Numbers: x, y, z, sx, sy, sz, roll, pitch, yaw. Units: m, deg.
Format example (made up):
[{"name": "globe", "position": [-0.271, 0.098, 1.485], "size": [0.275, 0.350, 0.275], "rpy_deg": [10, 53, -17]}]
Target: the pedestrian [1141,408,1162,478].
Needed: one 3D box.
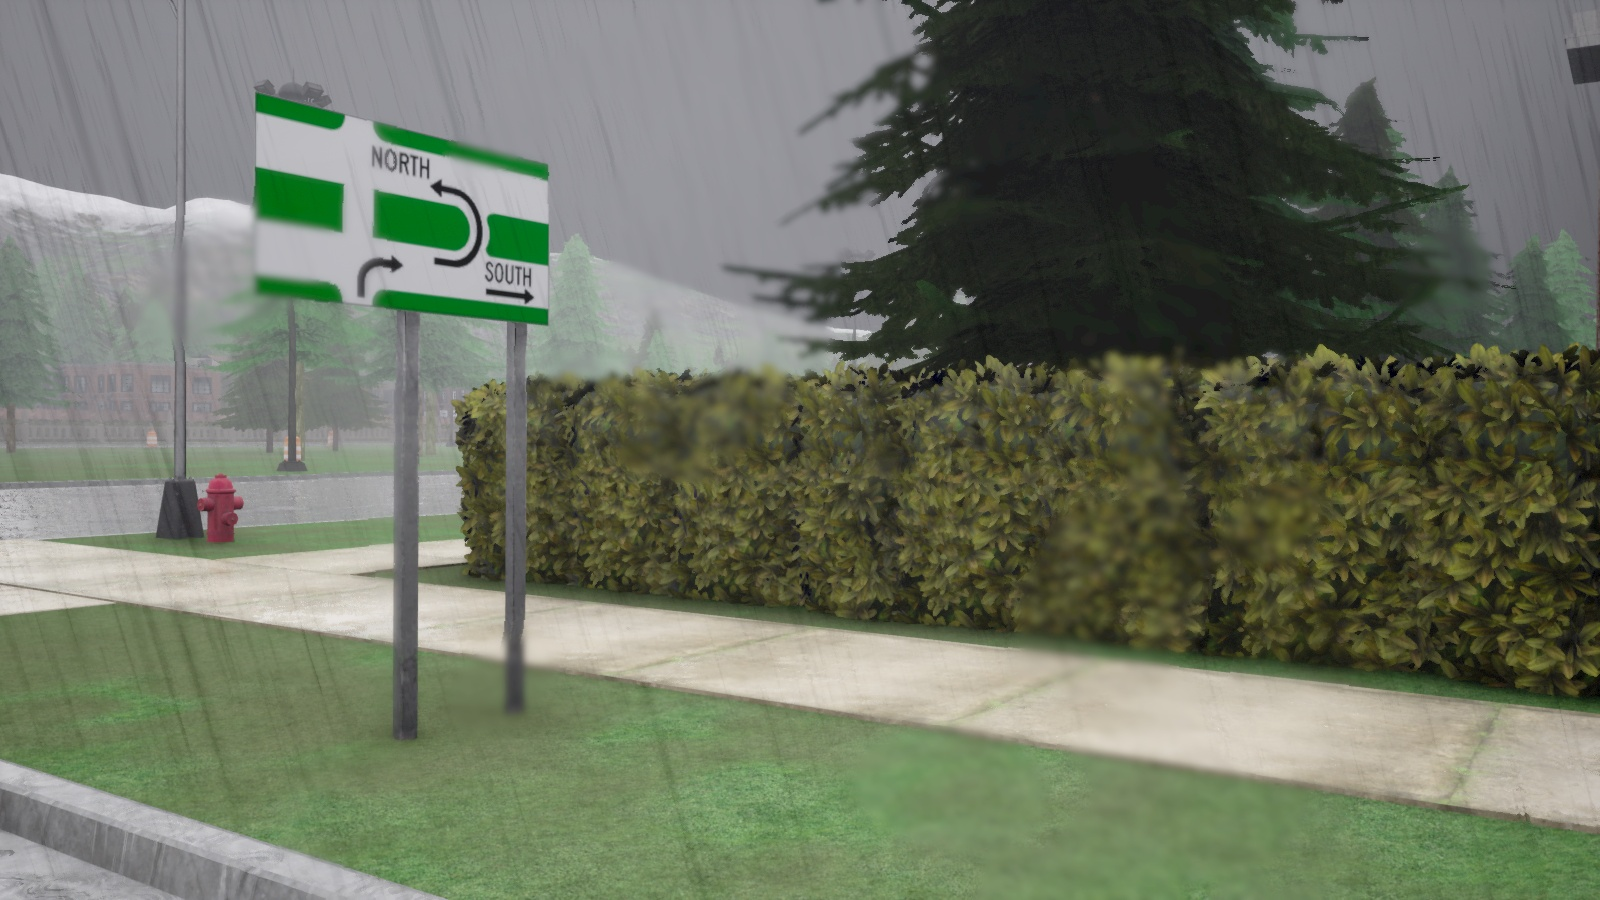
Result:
[{"name": "pedestrian", "position": [9.309, -0.178, 33.249], "size": [0.345, 1.836, 0.594], "rpy_deg": [0, 1, 35]}]
